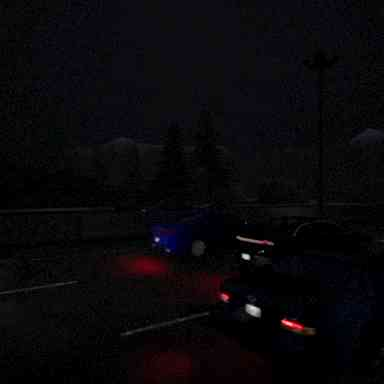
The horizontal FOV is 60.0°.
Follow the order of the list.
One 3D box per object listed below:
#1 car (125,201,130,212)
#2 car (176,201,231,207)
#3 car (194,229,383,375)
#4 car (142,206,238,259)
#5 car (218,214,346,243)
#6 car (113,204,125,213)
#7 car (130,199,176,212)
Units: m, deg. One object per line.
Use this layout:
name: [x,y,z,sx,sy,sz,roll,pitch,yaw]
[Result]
car: [-3.560,1.513,30.445,4.181,1.385,1.994,0,0,-29]
car: [1.447,1.490,25.244,4.674,1.442,1.812,0,0,-29]
car: [2.875,1.543,5.550,5.357,1.411,2.033,0,0,-33]
car: [0.920,1.460,12.545,5.008,1.535,1.882,0,0,-32]
car: [3.467,1.482,10.007,4.902,1.511,2.128,0,0,-32]
car: [-5.463,1.446,33.389,4.892,1.490,1.837,0,0,-29]
car: [-2.146,1.433,27.241,5.008,1.535,1.882,0,0,-29]
